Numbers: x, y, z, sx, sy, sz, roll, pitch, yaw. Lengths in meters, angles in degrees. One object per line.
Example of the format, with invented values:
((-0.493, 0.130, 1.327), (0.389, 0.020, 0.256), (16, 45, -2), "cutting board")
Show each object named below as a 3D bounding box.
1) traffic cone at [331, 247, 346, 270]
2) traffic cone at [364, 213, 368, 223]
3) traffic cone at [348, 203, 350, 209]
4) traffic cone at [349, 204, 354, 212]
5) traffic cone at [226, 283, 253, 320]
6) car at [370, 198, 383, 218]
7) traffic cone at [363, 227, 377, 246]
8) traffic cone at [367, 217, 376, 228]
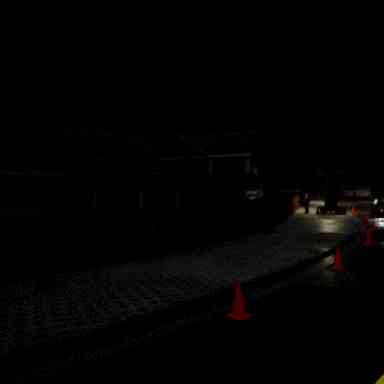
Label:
((4.104, 1.846, 9.334), (0.340, 0.580, 0.340), (-1, 0, 40), "traffic cone")
((11.280, 1.671, 21.481), (0.340, 0.580, 0.340), (-1, 0, 22), "traffic cone")
((16.776, 1.511, 35.437), (0.340, 0.580, 0.340), (-1, 0, 22), "traffic cone")
((14.944, 1.565, 30.785), (0.340, 0.580, 0.340), (-1, 0, 22), "traffic cone")
((0.843, 1.914, 5.933), (0.340, 0.580, 0.340), (-1, 0, -43), "traffic cone")
((15.220, 1.178, 26.108), (2.033, 1.411, 5.357), (-1, 0, 22), "car")
((6.952, 1.782, 13.087), (0.340, 0.580, 0.340), (-1, 0, 34), "traffic cone")
((9.349, 1.724, 17.144), (0.340, 0.580, 0.340), (-1, 0, 27), "traffic cone")
